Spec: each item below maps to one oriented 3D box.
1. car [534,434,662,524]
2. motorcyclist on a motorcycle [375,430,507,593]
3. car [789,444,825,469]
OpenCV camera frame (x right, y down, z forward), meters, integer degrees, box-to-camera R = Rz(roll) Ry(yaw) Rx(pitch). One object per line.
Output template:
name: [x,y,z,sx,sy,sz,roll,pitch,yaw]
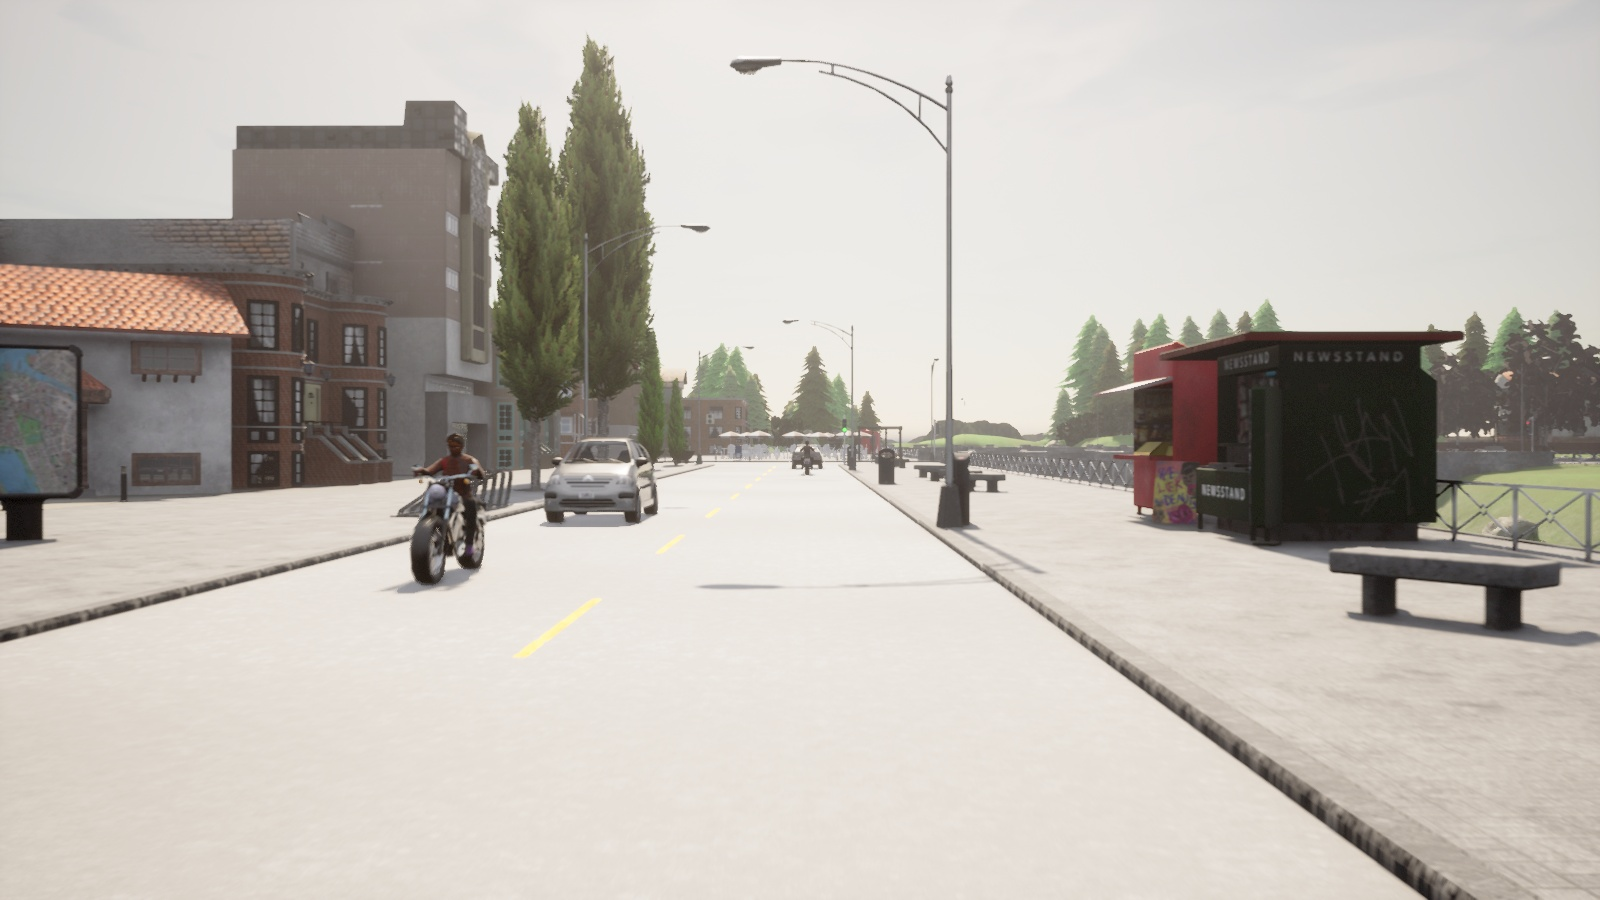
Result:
car: [-3.848,0.503,24.589,1.851,1.617,3.988,0,0,0]
motorcyclist on a motorcycle: [-3.907,0.616,13.872,0.766,1.649,2.350,0,0,0]
car: [0.425,0.377,74.124,2.033,1.411,5.357,0,0,0]
